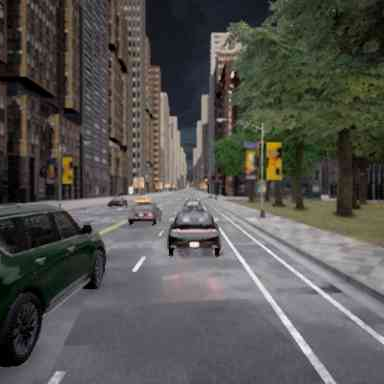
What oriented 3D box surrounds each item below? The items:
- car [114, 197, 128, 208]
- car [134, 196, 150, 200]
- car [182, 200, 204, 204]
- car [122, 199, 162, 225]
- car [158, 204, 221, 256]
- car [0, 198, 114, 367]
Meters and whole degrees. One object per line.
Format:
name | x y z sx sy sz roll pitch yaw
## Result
car | -9.841 1.365 44.560 2.033 1.411 5.357 0 0 0
car | -6.592 1.295 44.516 1.882 1.535 5.008 0 0 0
car | 0.082 1.413 29.247 1.812 1.442 4.674 0 0 0
car | -3.189 1.463 23.320 2.033 1.411 5.357 0 0 0
car | 0.083 1.452 13.019 2.128 1.511 4.902 0 0 0
car | -3.205 1.210 5.888 2.150 2.045 5.566 0 0 1
